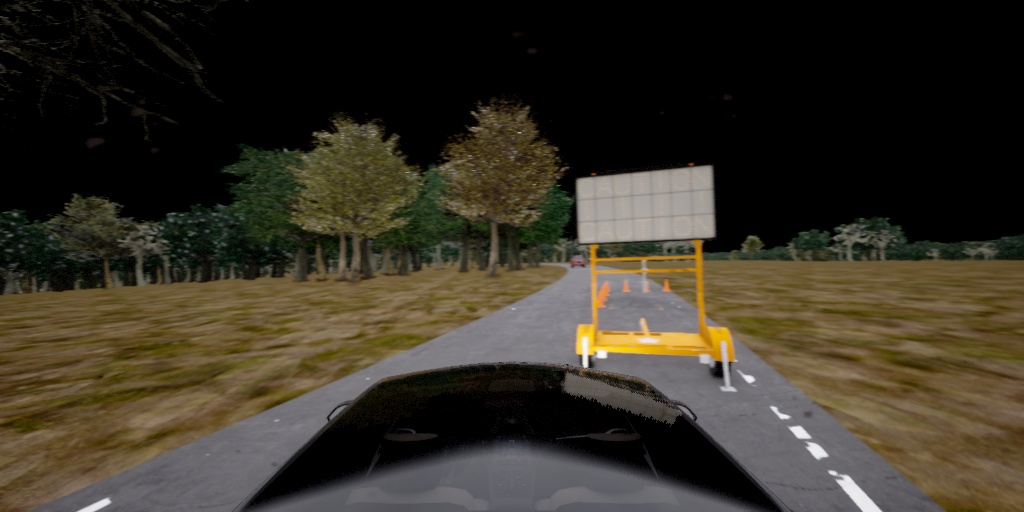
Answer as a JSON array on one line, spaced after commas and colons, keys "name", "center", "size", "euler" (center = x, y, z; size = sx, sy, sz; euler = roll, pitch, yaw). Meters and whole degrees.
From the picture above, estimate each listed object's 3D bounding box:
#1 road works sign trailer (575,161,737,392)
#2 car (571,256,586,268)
[{"name": "road works sign trailer", "center": [2.532, 0.156, 6.718], "size": [2.380, 3.560, 2.880], "euler": [0, 0, 17]}, {"name": "car", "center": [11.084, 0.964, 60.158], "size": [2.150, 2.045, 5.566], "euler": [-2, 0, 6]}]
